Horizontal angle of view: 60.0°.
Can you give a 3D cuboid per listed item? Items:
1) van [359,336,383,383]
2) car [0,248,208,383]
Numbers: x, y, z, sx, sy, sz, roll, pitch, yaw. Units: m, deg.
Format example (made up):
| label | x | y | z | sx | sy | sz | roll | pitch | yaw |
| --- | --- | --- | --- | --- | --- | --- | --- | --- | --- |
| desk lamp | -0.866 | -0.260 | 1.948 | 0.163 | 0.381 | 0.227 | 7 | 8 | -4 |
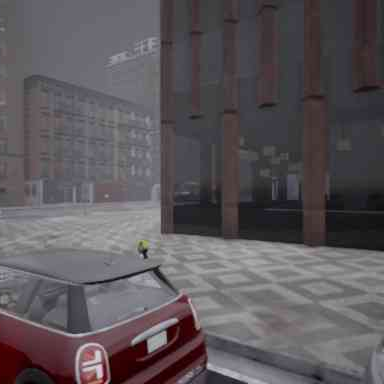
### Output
| label | x | y | z | sx | sy | sz | roll | pitch | yaw |
| --- | --- | --- | --- | --- | --- | --- | --- | --- | --- |
| van | 2.679 | 1.325 | 1.045 | 3.998 | 1.788 | 1.690 | -1 | 0 | 36 |
| car | -1.913 | 1.477 | 4.325 | 4.097 | 1.590 | 1.967 | -1 | 0 | 36 |
